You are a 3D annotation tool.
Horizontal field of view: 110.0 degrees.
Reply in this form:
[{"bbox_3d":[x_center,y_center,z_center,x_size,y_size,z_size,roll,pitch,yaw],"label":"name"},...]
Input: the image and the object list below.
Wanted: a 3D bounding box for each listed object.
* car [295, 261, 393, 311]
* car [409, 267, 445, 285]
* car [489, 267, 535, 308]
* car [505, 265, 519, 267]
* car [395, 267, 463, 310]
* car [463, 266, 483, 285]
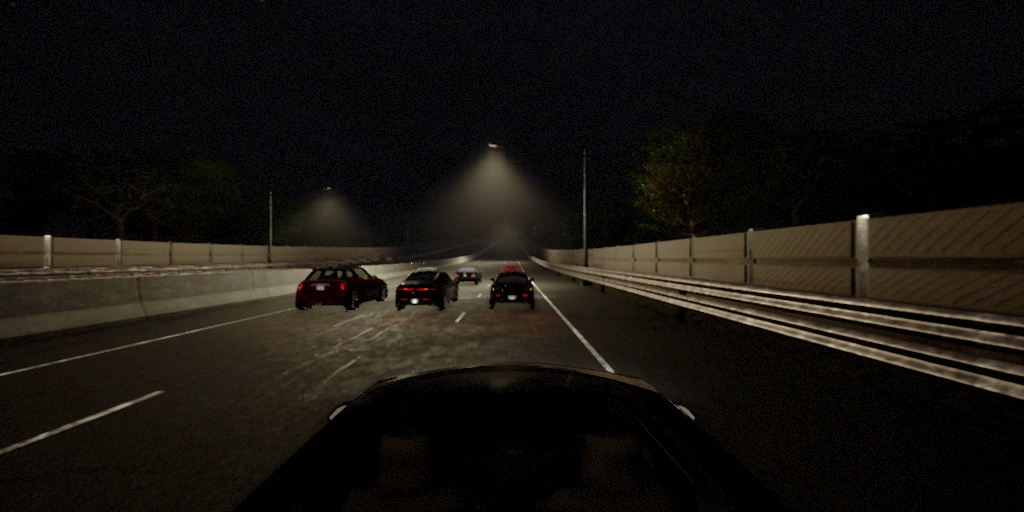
[{"bbox_3d":[-6.987,1.220,15.233,2.097,1.767,4.553,0,-1,0],"label":"car"},{"bbox_3d":[-7.003,1.597,30.086,1.895,1.301,4.718,0,0,0],"label":"car"},{"bbox_3d":[0.015,1.399,15.753,1.812,1.442,4.674,0,0,0],"label":"car"},{"bbox_3d":[0.001,1.526,30.764,1.812,1.442,4.674,0,0,0],"label":"car"},{"bbox_3d":[-3.487,1.377,15.344,1.837,1.490,4.892,0,0,0],"label":"car"},{"bbox_3d":[-3.512,1.537,29.361,2.033,1.411,5.357,0,0,0],"label":"car"}]
